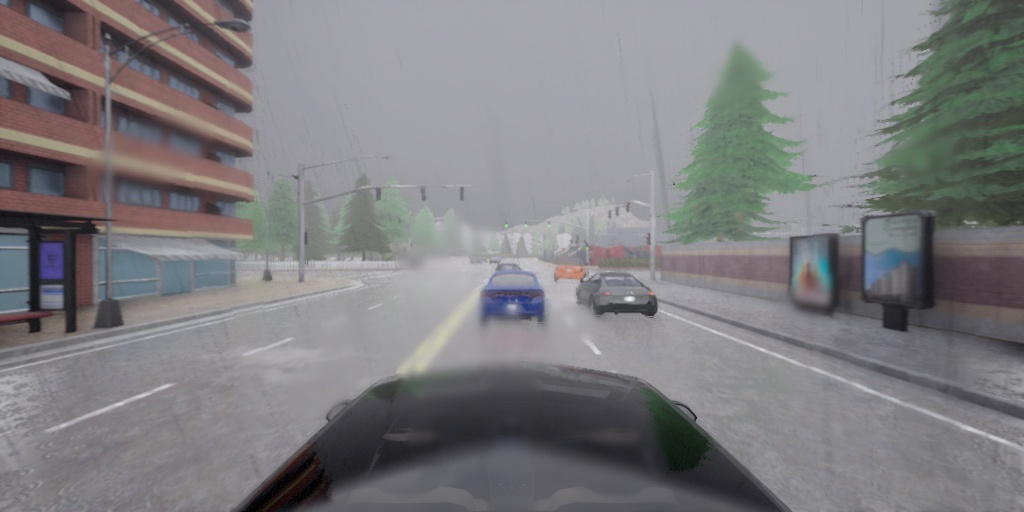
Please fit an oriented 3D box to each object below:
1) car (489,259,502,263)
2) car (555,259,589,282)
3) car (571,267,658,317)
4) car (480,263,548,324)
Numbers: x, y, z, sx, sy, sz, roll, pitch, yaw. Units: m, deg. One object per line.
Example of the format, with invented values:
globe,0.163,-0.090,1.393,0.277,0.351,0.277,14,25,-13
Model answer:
car,-0.315,1.182,24.702,2.033,1.411,5.357,0,1,-5
car,4.579,0.978,26.699,2.097,1.767,4.553,0,0,16
car,3.567,1.260,12.835,1.994,1.385,4.181,0,0,0
car,0.058,1.180,11.739,1.882,1.535,5.008,0,1,0
